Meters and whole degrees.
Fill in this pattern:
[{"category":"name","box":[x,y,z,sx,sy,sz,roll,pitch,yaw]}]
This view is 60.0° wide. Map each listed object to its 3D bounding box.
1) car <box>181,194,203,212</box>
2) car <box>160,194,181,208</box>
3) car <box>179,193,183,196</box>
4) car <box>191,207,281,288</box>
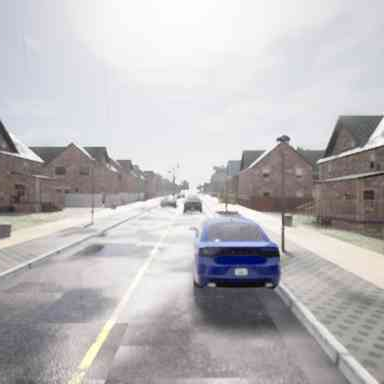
[{"category":"car","box":[0.096,1.232,33.754,1.837,1.490,4.892,0,1,0]},{"category":"car","box":[-2.796,1.239,40.835,1.994,1.385,4.181,0,0,0]},{"category":"car","box":[-2.652,0.905,83.187,2.128,1.511,4.902,0,0,0]},{"category":"car","box":[0.973,1.400,9.021,1.882,1.535,5.008,0,1,0]}]
